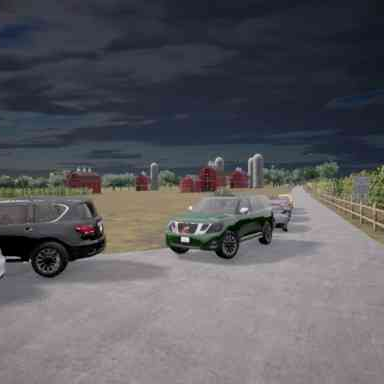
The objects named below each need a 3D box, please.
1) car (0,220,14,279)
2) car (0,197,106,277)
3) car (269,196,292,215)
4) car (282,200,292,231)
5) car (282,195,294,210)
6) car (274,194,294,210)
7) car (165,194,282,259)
[{"bbox_3d":[-6.426,1.613,6.711,4.674,1.442,1.812,-2,2,-35],"label":"car"},{"bbox_3d":[-5.340,1.221,9.572,5.566,2.045,2.150,-1,1,-4],"label":"car"},{"bbox_3d":[8.260,1.180,30.720,1.837,1.490,4.892,0,1,18],"label":"car"},{"bbox_3d":[4.460,1.368,18.949,1.994,1.385,4.181,0,0,18],"label":"car"},{"bbox_3d":[6.323,1.220,24.679,1.882,1.535,5.008,0,1,18],"label":"car"},{"bbox_3d":[10.086,1.088,36.419,1.882,1.535,5.008,0,1,18],"label":"car"},{"bbox_3d":[1.329,1.100,12.631,2.150,2.045,5.566,0,0,34],"label":"car"}]
